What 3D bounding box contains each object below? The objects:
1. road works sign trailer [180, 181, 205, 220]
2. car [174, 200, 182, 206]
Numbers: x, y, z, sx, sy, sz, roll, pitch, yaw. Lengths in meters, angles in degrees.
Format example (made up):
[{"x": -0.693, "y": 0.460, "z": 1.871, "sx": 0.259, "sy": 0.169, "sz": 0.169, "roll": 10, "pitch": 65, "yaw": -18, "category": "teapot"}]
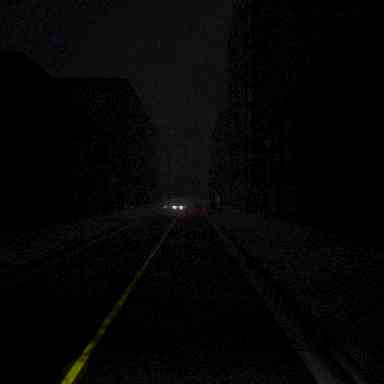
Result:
[{"x": 0.013, "y": 0.778, "z": 32.133, "sx": 2.380, "sy": 3.560, "sz": 2.880, "roll": 0, "pitch": -1, "yaw": 0, "category": "road works sign trailer"}, {"x": -2.972, "y": 2.318, "z": 71.761, "sx": 1.895, "sy": 1.301, "sz": 4.718, "roll": 0, "pitch": -1, "yaw": 0, "category": "car"}]
